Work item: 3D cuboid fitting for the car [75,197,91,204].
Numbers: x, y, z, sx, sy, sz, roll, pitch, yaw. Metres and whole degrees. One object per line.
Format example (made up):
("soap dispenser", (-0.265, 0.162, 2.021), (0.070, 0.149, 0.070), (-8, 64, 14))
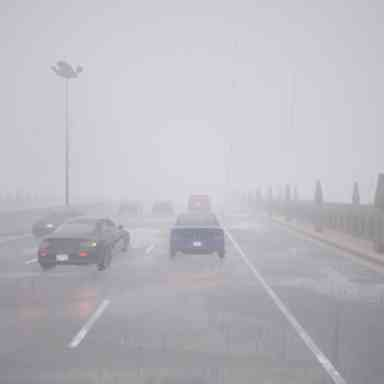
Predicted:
("car", (-19.579, 1.590, 60.667), (1.895, 1.301, 4.718), (0, 0, 2))

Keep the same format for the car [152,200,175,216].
("car", (-2.766, 1.485, 32.906), (2.128, 1.511, 4.902), (0, 0, 2))

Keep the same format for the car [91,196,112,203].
("car", (-16.086, 1.482, 60.807), (2.128, 1.511, 4.902), (0, 0, 2))

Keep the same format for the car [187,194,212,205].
("car", (0.709, 1.215, 31.977), (2.150, 2.045, 5.566), (0, 0, 2))

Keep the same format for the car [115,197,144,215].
("car", (-6.235, 1.519, 33.965), (1.812, 1.442, 4.674), (0, 0, 2))

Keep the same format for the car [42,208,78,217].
("car", (-6.684, 1.561, 17.736), (1.994, 1.385, 4.181), (0, 0, 1))

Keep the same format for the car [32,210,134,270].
("car", (-3.332, 1.524, 10.903), (1.812, 1.442, 4.674), (0, 0, 1))

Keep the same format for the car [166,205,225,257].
("car", (0.208, 1.475, 12.906), (1.882, 1.535, 5.008), (0, 0, 1))

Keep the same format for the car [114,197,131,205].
("car", (-12.585, 1.590, 60.698), (1.895, 1.301, 4.718), (0, 0, 2))
